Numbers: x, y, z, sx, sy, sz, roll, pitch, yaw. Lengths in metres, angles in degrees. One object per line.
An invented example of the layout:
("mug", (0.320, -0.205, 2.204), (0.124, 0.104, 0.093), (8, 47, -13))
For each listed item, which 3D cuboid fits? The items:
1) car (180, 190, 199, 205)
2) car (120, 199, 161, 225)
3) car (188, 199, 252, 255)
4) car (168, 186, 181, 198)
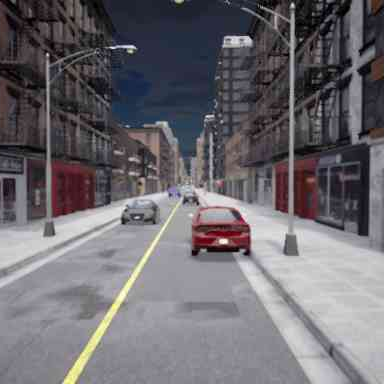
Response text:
("car", (-0.150, 0.731, 38.461), (1.812, 1.442, 4.674), (0, 1, 0))
("car", (-2.961, 1.144, 19.893), (1.994, 1.385, 4.181), (0, 1, 0))
("car", (0.894, 1.221, 12.050), (1.882, 1.535, 5.008), (0, 1, 0))
("car", (-3.127, -0.003, 60.402), (2.150, 2.045, 5.566), (0, 1, 0))
